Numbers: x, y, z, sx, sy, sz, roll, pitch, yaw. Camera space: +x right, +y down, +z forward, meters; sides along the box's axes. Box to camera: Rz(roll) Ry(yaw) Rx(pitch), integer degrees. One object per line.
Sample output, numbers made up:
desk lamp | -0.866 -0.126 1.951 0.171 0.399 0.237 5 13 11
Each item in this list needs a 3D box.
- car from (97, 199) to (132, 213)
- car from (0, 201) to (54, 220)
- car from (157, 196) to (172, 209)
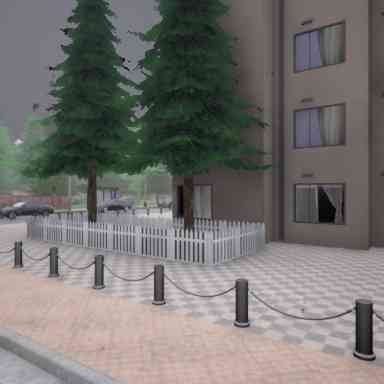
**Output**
car | -8.710 1.476 36.154 2.128 1.511 4.902 0 0 37
car | -14.299 1.510 28.692 1.812 1.442 4.674 0 0 37
car | -2.541 1.336 44.321 2.097 1.767 4.553 0 0 37
